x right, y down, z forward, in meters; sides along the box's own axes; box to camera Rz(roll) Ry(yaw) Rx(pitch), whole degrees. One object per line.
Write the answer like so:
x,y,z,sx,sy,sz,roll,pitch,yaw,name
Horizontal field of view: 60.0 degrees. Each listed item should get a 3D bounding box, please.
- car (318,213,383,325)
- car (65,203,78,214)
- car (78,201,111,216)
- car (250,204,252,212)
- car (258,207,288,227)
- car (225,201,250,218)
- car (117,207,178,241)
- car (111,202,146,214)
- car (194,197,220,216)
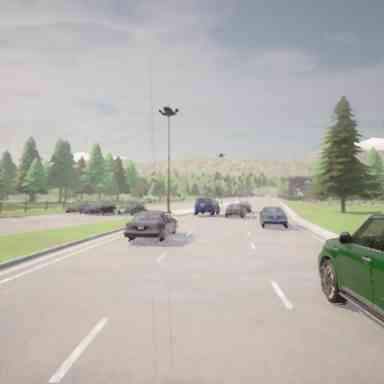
3.835,1.280,5.180,2.150,2.045,5.566,0,-1,3,car
-13.378,1.955,40.086,1.994,1.385,4.181,0,-1,14,car
-10.355,1.849,37.804,1.882,1.535,5.008,0,-1,15,car
6.840,1.981,44.023,1.812,1.442,4.674,0,0,14,car
6.036,1.808,24.888,2.033,1.411,5.357,0,-1,10,car
4.531,1.903,34.395,2.033,1.411,5.357,0,-1,13,car
-2.036,1.727,17.778,2.033,1.411,5.357,0,-1,7,car
-6.769,1.866,37.669,2.128,1.511,4.902,0,-1,14,car
1.761,1.611,37.870,2.150,2.045,5.566,0,0,13,car
